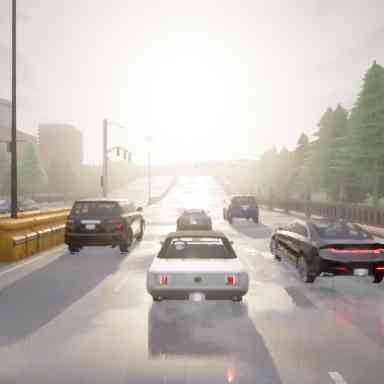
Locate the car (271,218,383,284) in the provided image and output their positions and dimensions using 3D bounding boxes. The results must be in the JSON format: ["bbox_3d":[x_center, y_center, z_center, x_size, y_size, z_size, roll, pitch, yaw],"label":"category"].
[{"bbox_3d":[3.614,1.492,9.530,2.128,1.511,4.902,0,0,0],"label":"car"}]

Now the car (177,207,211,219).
[{"bbox_3d":[0.122,1.564,19.449,1.994,1.385,4.181,0,0,0],"label":"car"}]

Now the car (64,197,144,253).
[{"bbox_3d":[-3.380,1.225,13.787,2.150,2.045,5.566,0,0,0],"label":"car"}]

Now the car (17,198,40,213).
[{"bbox_3d":[-13.964,1.404,26.470,2.097,1.767,4.553,0,0,0],"label":"car"}]

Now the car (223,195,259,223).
[{"bbox_3d":[3.635,1.221,25.355,2.150,2.045,5.566,0,0,0],"label":"car"}]

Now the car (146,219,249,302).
[{"bbox_3d":[0.110,1.601,8.202,1.895,1.301,4.718,0,0,0],"label":"car"}]
